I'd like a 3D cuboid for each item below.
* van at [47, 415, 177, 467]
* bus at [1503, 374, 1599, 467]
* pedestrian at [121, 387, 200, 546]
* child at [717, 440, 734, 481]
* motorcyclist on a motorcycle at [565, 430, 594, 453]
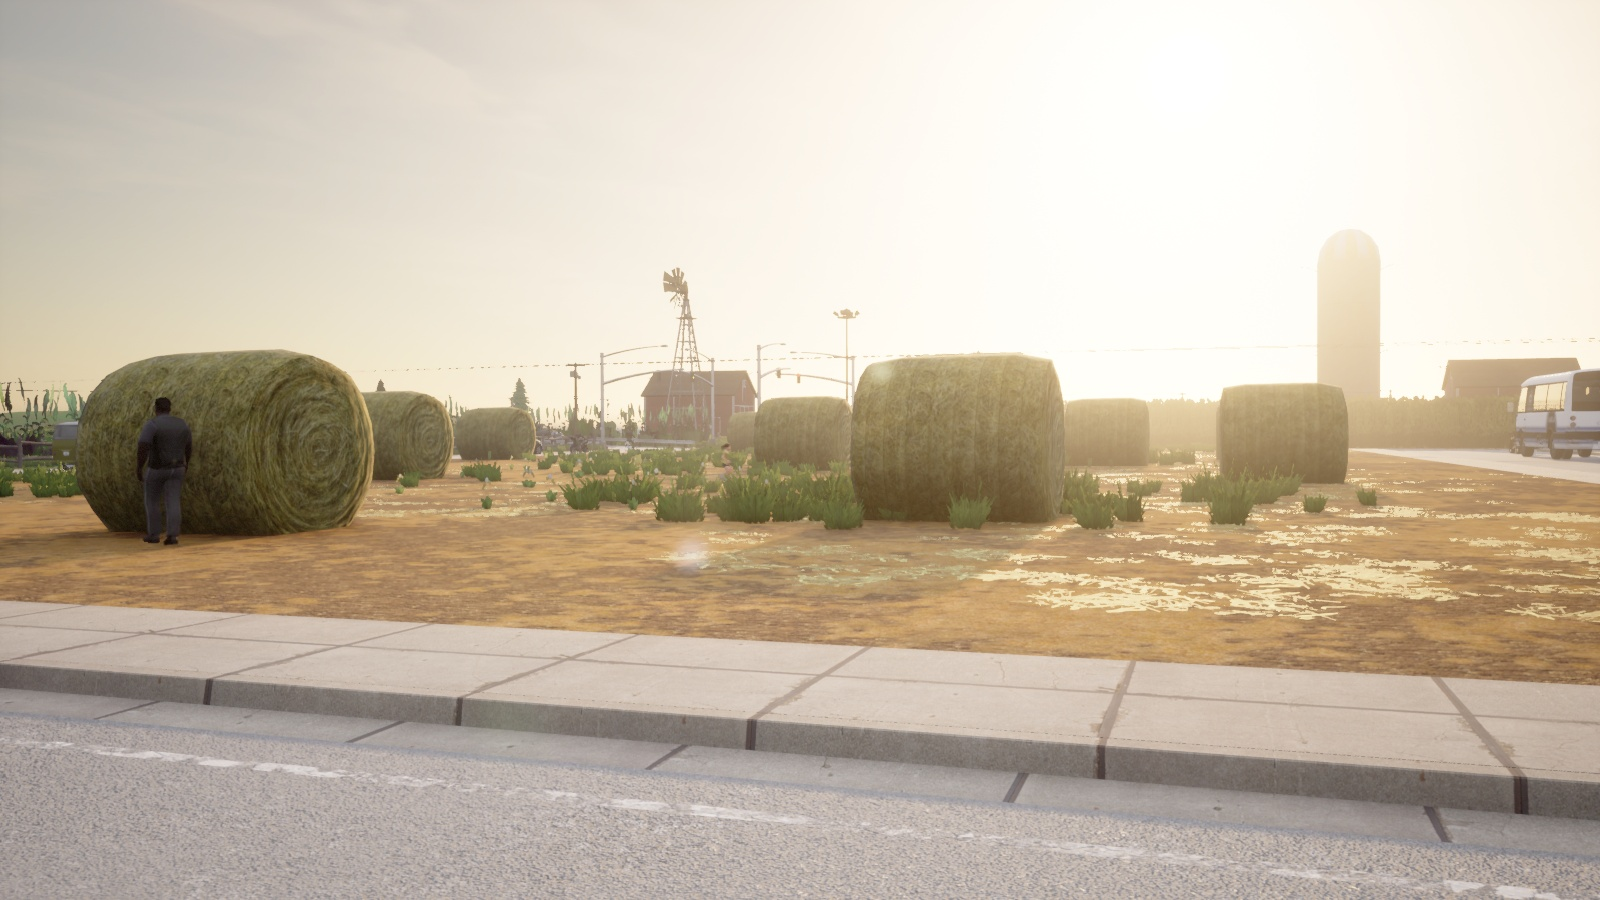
[{"bbox_3d":[-27.571,-0.368,50.492,1.775,1.987,4.442,1,1,21],"label":"van"},{"bbox_3d":[38.324,-1.430,62.282,3.944,4.253,10.273,1,1,18],"label":"bus"},{"bbox_3d":[-7.832,0.186,15.372,0.849,1.883,0.563,1,1,39],"label":"pedestrian"},{"bbox_3d":[-2.005,0.284,33.757,0.394,1.110,0.255,0,1,10],"label":"child"},{"bbox_3d":[-14.661,-0.565,83.480,0.866,1.530,2.191,1,1,21],"label":"motorcyclist on a motorcycle"}]
